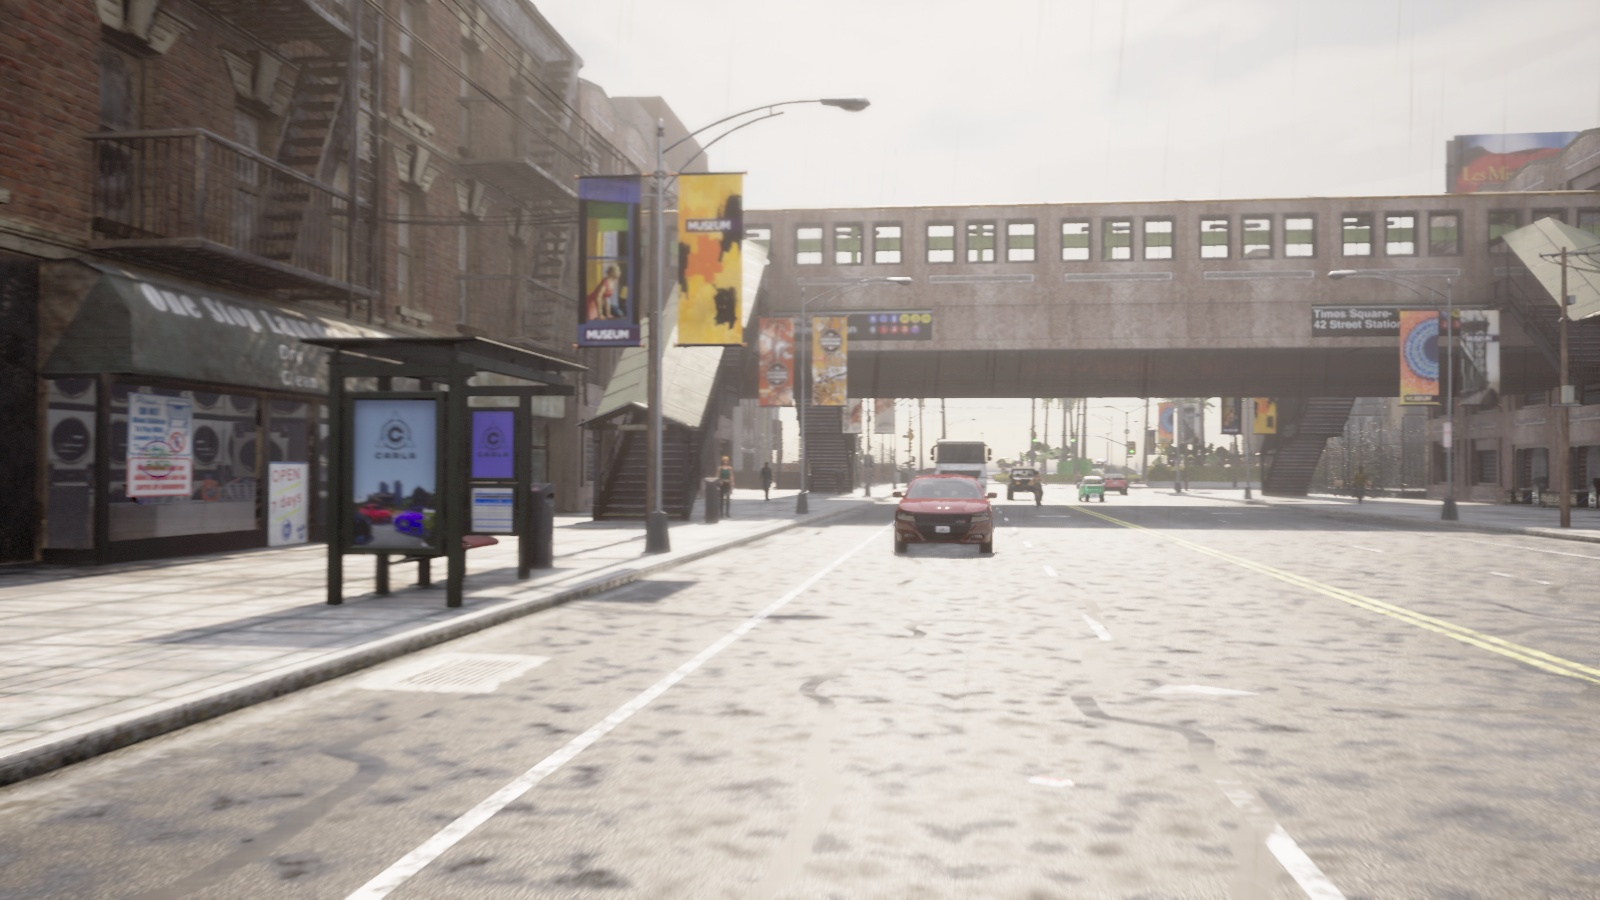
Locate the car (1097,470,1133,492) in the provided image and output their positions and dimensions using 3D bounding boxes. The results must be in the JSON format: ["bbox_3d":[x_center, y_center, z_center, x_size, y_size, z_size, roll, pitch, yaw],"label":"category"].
[{"bbox_3d":[22.298,2.190,89.029,2.007,1.525,4.514,0,-1,8],"label":"car"}]

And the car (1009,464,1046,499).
[{"bbox_3d":[12.687,1.751,70.212,1.905,1.878,3.866,0,-1,8],"label":"car"}]

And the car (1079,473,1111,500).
[{"bbox_3d":[15.845,1.955,67.479,1.481,1.376,2.207,0,-1,8],"label":"car"}]

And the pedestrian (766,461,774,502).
[{"bbox_3d":[-1.373,1.430,56.958,0.353,1.847,0.614,0,-1,0],"label":"pedestrian"}]

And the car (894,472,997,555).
[{"bbox_3d":[3.018,1.214,25.682,1.882,1.535,5.008,0,-1,8],"label":"car"}]

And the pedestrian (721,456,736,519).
[{"bbox_3d":[-2.097,1.092,36.709,0.345,1.836,0.594,0,-1,-10],"label":"pedestrian"}]

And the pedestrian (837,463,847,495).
[{"bbox_3d":[2.534,1.731,75.623,0.563,1.883,0.849,0,-1,4],"label":"pedestrian"}]

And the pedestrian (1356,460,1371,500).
[{"bbox_3d":[25.777,1.361,57.449,0.431,1.840,0.709,0,-1,10],"label":"pedestrian"}]

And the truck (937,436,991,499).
[{"bbox_3d":[9.427,1.016,72.243,2.891,3.462,7.936,0,-1,8],"label":"truck"}]
